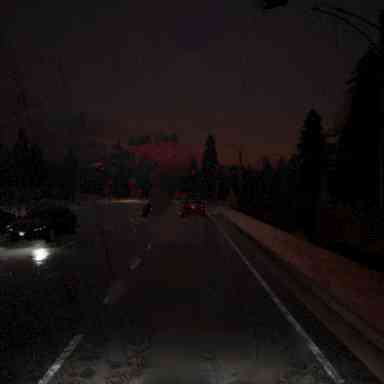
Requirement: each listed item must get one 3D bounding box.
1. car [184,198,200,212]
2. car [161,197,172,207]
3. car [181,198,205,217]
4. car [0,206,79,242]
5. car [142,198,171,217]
[{"bbox_3d":[0.068,1.497,39.486,1.812,1.442,4.674,0,0,2],"label":"car"},{"bbox_3d":[-3.684,1.445,44.424,1.882,1.535,5.008,0,0,-3],"label":"car"},{"bbox_3d":[0.102,1.330,30.673,2.097,1.767,4.553,0,0,0],"label":"car"},{"bbox_3d":[-7.077,1.493,16.258,1.837,1.490,4.892,0,0,0],"label":"car"},{"bbox_3d":[-3.398,1.525,30.776,2.033,1.411,5.357,0,0,0],"label":"car"}]
